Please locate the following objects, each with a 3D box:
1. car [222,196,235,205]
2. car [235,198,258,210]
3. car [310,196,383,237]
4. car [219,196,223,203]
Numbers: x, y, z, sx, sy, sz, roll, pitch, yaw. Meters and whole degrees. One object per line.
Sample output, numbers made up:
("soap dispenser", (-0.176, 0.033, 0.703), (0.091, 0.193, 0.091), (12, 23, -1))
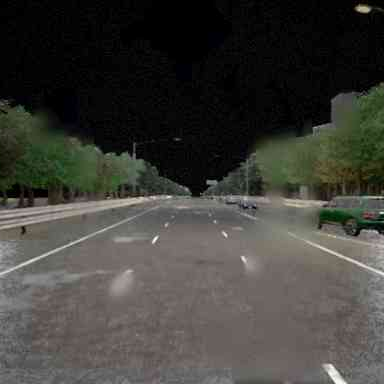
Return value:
("car", (7.040, 1.604, 59.329), (1.994, 1.385, 4.181), (0, 0, 0))
("car", (7.011, 1.625, 42.263), (1.895, 1.301, 4.718), (0, 0, 0))
("car", (8.784, 1.243, 18.444), (2.150, 2.045, 5.566), (0, 0, -10))
("car", (7.089, 1.629, 74.033), (2.128, 1.511, 4.902), (0, 0, 0))
